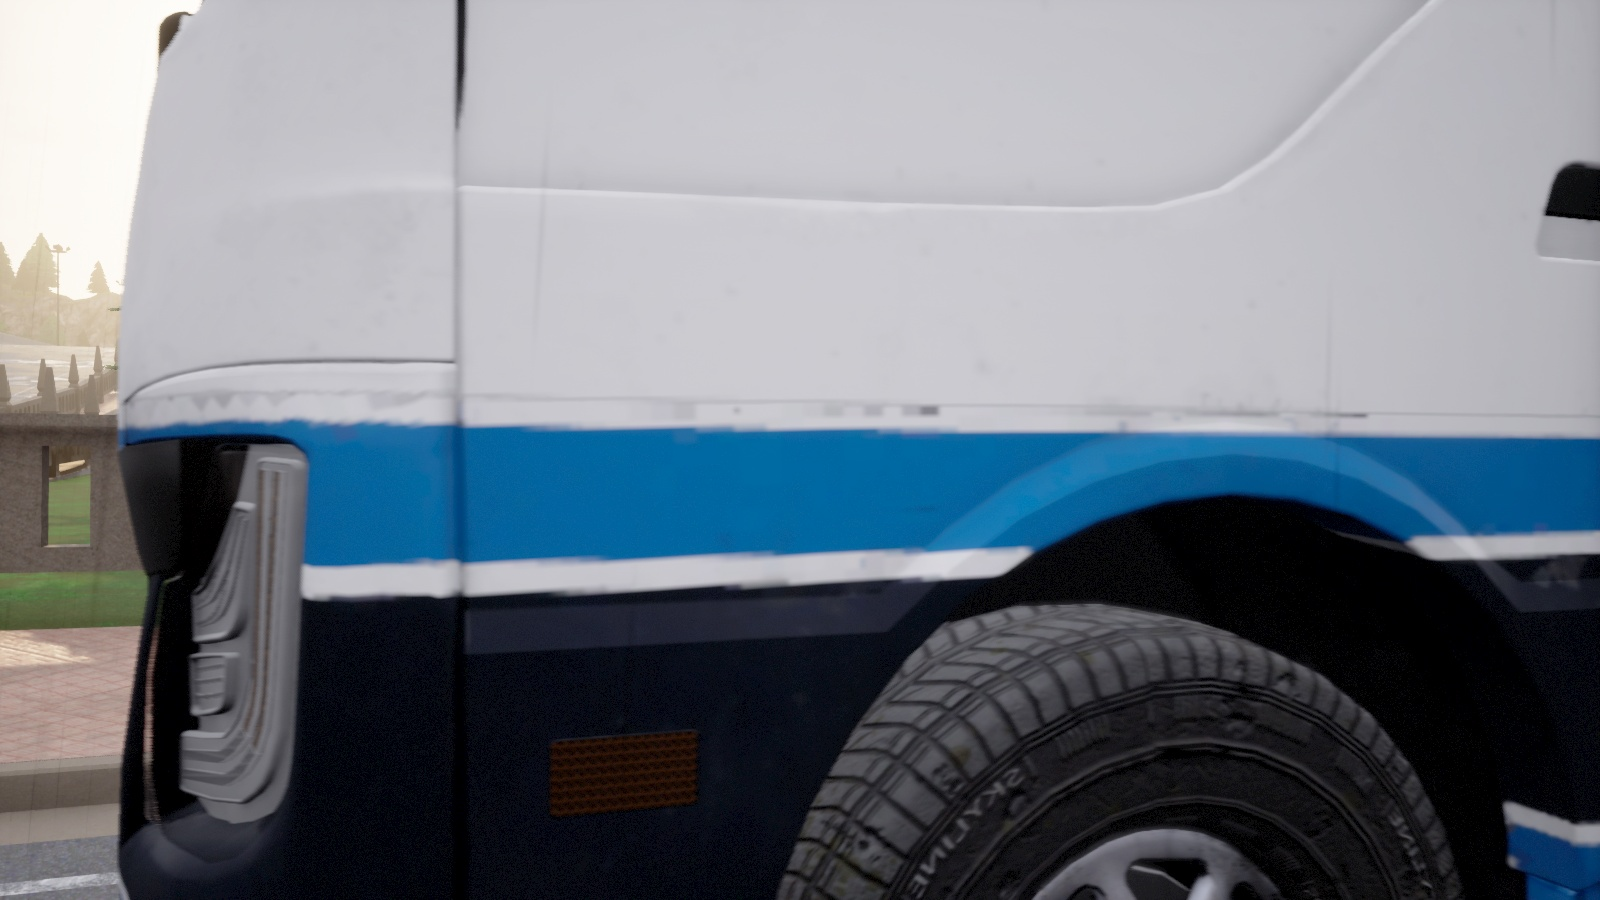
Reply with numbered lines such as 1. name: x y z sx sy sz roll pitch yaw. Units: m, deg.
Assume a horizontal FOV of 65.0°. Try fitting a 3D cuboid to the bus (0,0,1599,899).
1. bus: 2.793 -0.678 4.282 10.273 4.253 3.944 -1 1 -21
